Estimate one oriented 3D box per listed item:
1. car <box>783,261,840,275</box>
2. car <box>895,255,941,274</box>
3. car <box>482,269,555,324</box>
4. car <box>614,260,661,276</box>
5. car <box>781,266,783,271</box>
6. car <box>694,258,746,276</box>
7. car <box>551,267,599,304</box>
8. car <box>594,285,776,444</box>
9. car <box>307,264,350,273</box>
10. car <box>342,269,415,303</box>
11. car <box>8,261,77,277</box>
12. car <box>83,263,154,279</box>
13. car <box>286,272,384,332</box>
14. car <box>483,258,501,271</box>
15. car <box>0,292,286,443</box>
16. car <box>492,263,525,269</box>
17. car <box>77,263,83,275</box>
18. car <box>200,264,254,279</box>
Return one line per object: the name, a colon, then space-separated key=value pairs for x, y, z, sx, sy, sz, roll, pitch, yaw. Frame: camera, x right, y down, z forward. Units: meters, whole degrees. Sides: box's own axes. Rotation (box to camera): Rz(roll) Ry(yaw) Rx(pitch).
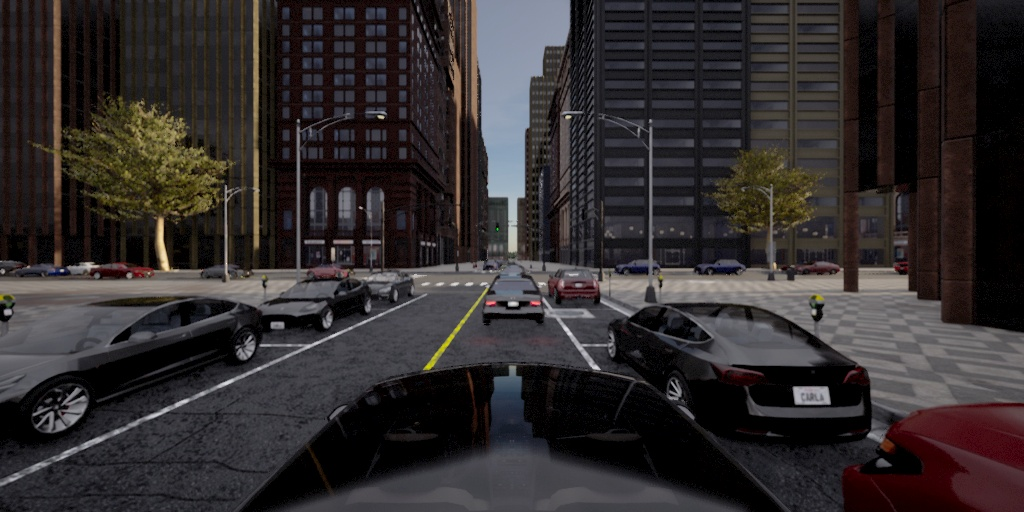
car: x=32.307 y=1.293 z=38.316 sx=4.674 sy=1.442 sz=1.812 roll=0 pitch=0 yaw=0
car: x=44.453 y=0.961 z=38.306 sx=5.566 sy=2.045 sz=2.150 roll=-1 pitch=0 yaw=0
car: x=0.060 y=1.326 z=12.001 sx=2.033 sy=1.411 sz=5.357 roll=0 pitch=0 yaw=1
car: x=13.314 y=1.161 z=38.263 sx=4.553 sy=1.767 sz=2.097 roll=0 pitch=0 yaw=0
car: x=34.024 y=1.358 z=41.570 sx=4.718 sy=1.301 sz=1.895 roll=0 pitch=0 yaw=0
car: x=22.029 y=1.141 z=38.290 sx=4.553 sy=1.767 sz=2.097 roll=0 pitch=0 yaw=0
car: x=2.748 y=1.231 z=16.646 sx=1.967 sy=1.591 sz=4.097 roll=0 pitch=0 yaw=0
car: x=2.759 y=1.325 z=5.374 sx=1.948 sy=1.339 sz=4.313 roll=0 pitch=0 yaw=0
car: x=-17.495 y=1.457 z=34.719 sx=4.181 sy=1.385 sz=1.994 roll=0 pitch=0 yaw=0
car: x=-5.777 y=1.342 z=16.637 sx=2.007 sy=1.370 sz=4.403 roll=0 pitch=0 yaw=0
car: x=-49.789 y=1.543 z=38.059 sx=4.181 sy=1.385 sz=1.994 roll=0 pitch=0 yaw=0
car: x=-37.608 y=1.428 z=34.665 sx=5.008 sy=1.535 sz=1.882 roll=0 pitch=0 yaw=0
car: x=-5.771 y=1.341 z=11.000 sx=1.948 sy=1.339 sz=4.313 roll=0 pitch=0 yaw=0
car: x=-3.102 y=1.260 z=52.957 sx=2.097 sy=1.767 sz=4.553 roll=0 pitch=0 yaw=0
car: x=-5.766 y=1.325 z=5.364 sx=1.948 sy=1.339 sz=4.313 roll=0 pitch=0 yaw=0
car: x=0.187 y=1.362 z=23.839 sx=2.033 sy=1.411 sz=5.357 roll=0 pitch=0 yaw=5
car: x=-49.260 y=1.496 z=41.250 sx=4.674 sy=1.442 sz=1.812 roll=0 pitch=0 yaw=1
car: x=-27.502 y=1.485 z=34.692 sx=4.181 sy=1.385 sz=1.994 roll=0 pitch=0 yaw=0
